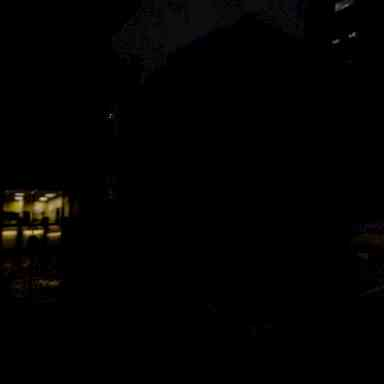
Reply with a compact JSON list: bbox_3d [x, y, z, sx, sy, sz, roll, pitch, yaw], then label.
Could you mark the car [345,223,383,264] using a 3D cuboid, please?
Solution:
[{"bbox_3d":[6.963,1.533,11.040,4.829,1.417,1.752,0,2,-35],"label":"car"}]
